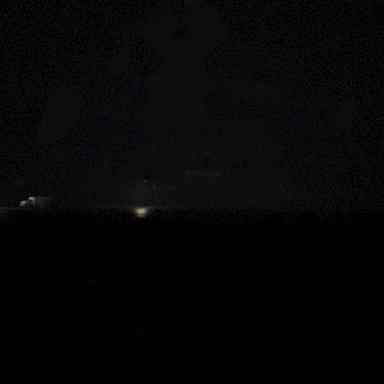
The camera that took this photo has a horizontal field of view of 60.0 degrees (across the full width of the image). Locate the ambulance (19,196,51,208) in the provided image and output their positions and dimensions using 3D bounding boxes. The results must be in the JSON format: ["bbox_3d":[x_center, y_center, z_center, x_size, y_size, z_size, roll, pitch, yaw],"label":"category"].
[{"bbox_3d":[-33.969,2.212,72.228,2.351,2.431,6.366,1,-1,36],"label":"ambulance"}]
